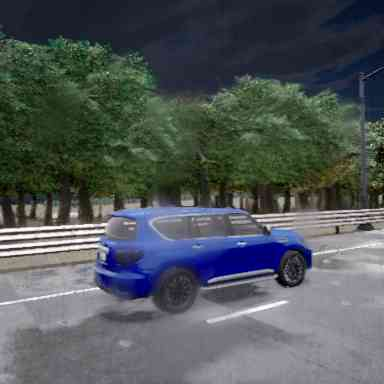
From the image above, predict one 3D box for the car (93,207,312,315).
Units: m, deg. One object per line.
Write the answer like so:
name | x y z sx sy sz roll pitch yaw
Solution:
car | 0.456 1.380 8.151 5.566 2.045 2.150 0 -1 -32
